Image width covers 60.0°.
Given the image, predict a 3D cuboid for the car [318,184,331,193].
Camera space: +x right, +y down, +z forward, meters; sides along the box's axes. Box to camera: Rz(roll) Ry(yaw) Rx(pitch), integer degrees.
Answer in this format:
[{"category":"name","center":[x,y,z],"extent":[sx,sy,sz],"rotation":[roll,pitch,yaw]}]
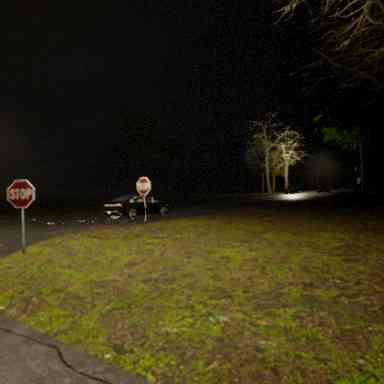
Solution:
[{"category":"car","center":[28.102,-0.822,70.331],"extent":[2.097,1.767,4.553],"rotation":[-2,1,28]}]

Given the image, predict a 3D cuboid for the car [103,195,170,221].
[{"category":"car","center":[-3.433,0.949,21.336],"extent":[2.128,1.511,4.902],"rotation":[-3,-1,35]}]

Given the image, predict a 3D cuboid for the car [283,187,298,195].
[{"category":"car","center":[19.748,-0.210,66.630],"extent":[1.837,1.490,4.892],"rotation":[-3,1,35]}]
